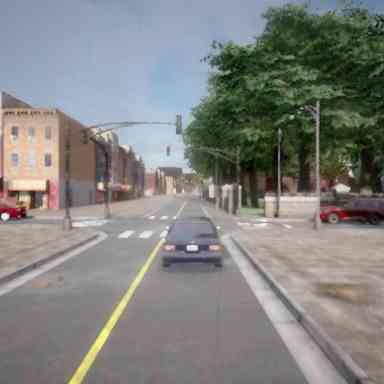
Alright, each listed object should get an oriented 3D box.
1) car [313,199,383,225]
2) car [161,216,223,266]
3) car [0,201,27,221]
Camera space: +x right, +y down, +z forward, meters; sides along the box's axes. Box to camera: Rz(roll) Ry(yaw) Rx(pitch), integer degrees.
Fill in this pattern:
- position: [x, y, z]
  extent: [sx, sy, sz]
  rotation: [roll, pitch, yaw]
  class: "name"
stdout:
- position: [11.719, 1.437, 24.701]
  extent: [5.009, 1.841, 2.192]
  rotation: [1, -1, 0]
  class: "car"
- position: [0.025, 1.536, 11.406]
  extent: [2.033, 1.411, 5.357]
  rotation: [0, 0, 1]
  class: "car"
- position: [-14.712, 1.383, 24.786]
  extent: [4.507, 1.381, 1.887]
  rotation: [1, 0, 0]
  class: "car"
